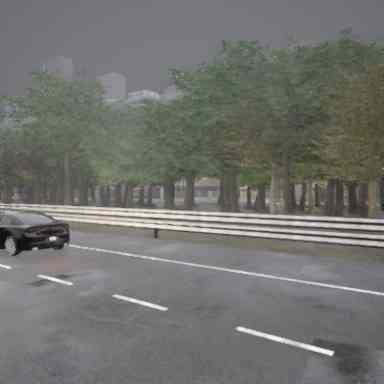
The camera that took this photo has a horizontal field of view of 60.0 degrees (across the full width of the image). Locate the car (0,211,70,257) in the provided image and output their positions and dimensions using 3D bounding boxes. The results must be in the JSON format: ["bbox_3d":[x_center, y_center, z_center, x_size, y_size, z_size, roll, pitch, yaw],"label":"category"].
[{"bbox_3d":[-6.882,1.497,13.086,5.008,1.535,1.882,0,0,36],"label":"car"}]
